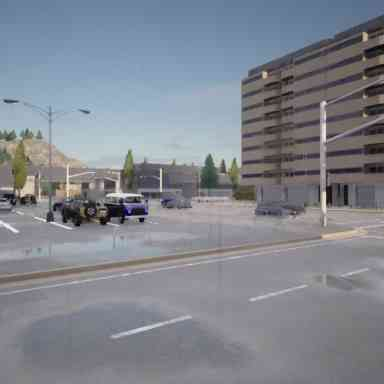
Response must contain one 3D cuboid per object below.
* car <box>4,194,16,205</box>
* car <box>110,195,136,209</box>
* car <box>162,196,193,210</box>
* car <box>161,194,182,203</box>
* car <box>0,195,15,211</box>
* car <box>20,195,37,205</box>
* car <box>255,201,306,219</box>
[{"bbox_3d":[-29.647,1.212,53.739,1.905,1.878,3.866,0,0,-35],"label":"car"},{"bbox_3d":[-12.105,1.666,58.306,1.994,1.385,4.181,0,0,-35],"label":"car"},{"bbox_3d":[-1.644,1.619,43.432,1.994,1.385,4.181,0,0,-35],"label":"car"},{"bbox_3d":[-2.584,1.276,50.805,2.150,2.045,5.566,0,0,-35],"label":"car"},{"bbox_3d":[-21.785,1.451,37.908,1.970,1.475,3.806,0,0,-35],"label":"car"},{"bbox_3d":[-27.251,1.209,55.363,1.932,1.855,4.605,0,0,-35],"label":"car"},{"bbox_3d":[7.722,1.619,30.253,1.994,1.385,4.181,0,0,-35],"label":"car"}]
